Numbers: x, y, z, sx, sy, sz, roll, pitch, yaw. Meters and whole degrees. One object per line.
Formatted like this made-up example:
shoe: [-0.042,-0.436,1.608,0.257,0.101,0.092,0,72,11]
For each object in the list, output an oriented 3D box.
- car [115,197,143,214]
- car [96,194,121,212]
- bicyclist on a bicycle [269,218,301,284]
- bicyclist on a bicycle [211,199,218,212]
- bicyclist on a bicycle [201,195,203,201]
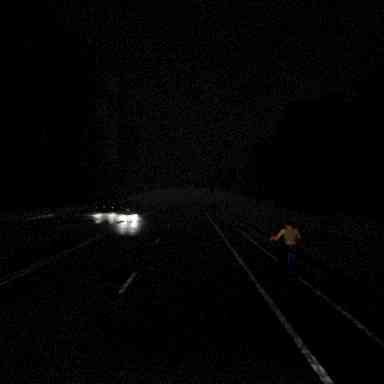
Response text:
car: [-6.586,1.598,36.717,2.128,1.511,4.902,0,0,0]
car: [-9.830,1.325,39.961,2.150,2.045,5.566,0,0,0]
bicyclist on a bicycle: [2.514,1.485,8.768,0.866,1.612,1.509,0,0,0]
bicyclist on a bicycle: [2.503,1.541,36.759,0.866,1.612,1.509,0,0,-2]
bicyclist on a bicycle: [2.299,1.364,76.951,0.582,1.620,1.656,0,1,0]
